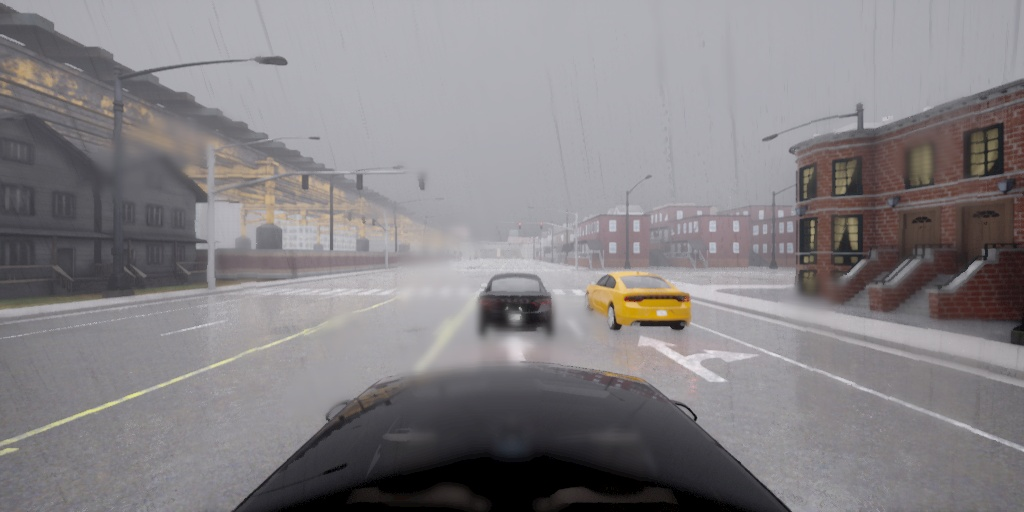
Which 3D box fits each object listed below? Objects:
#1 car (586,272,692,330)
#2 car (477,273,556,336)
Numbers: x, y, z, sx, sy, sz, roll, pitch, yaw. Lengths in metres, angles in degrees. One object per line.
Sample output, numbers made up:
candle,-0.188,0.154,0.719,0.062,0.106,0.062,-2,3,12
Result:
car,3.604,1.220,11.096,1.882,1.535,5.008,0,0,0
car,0.102,1.221,10.392,1.882,1.535,5.008,0,0,0
